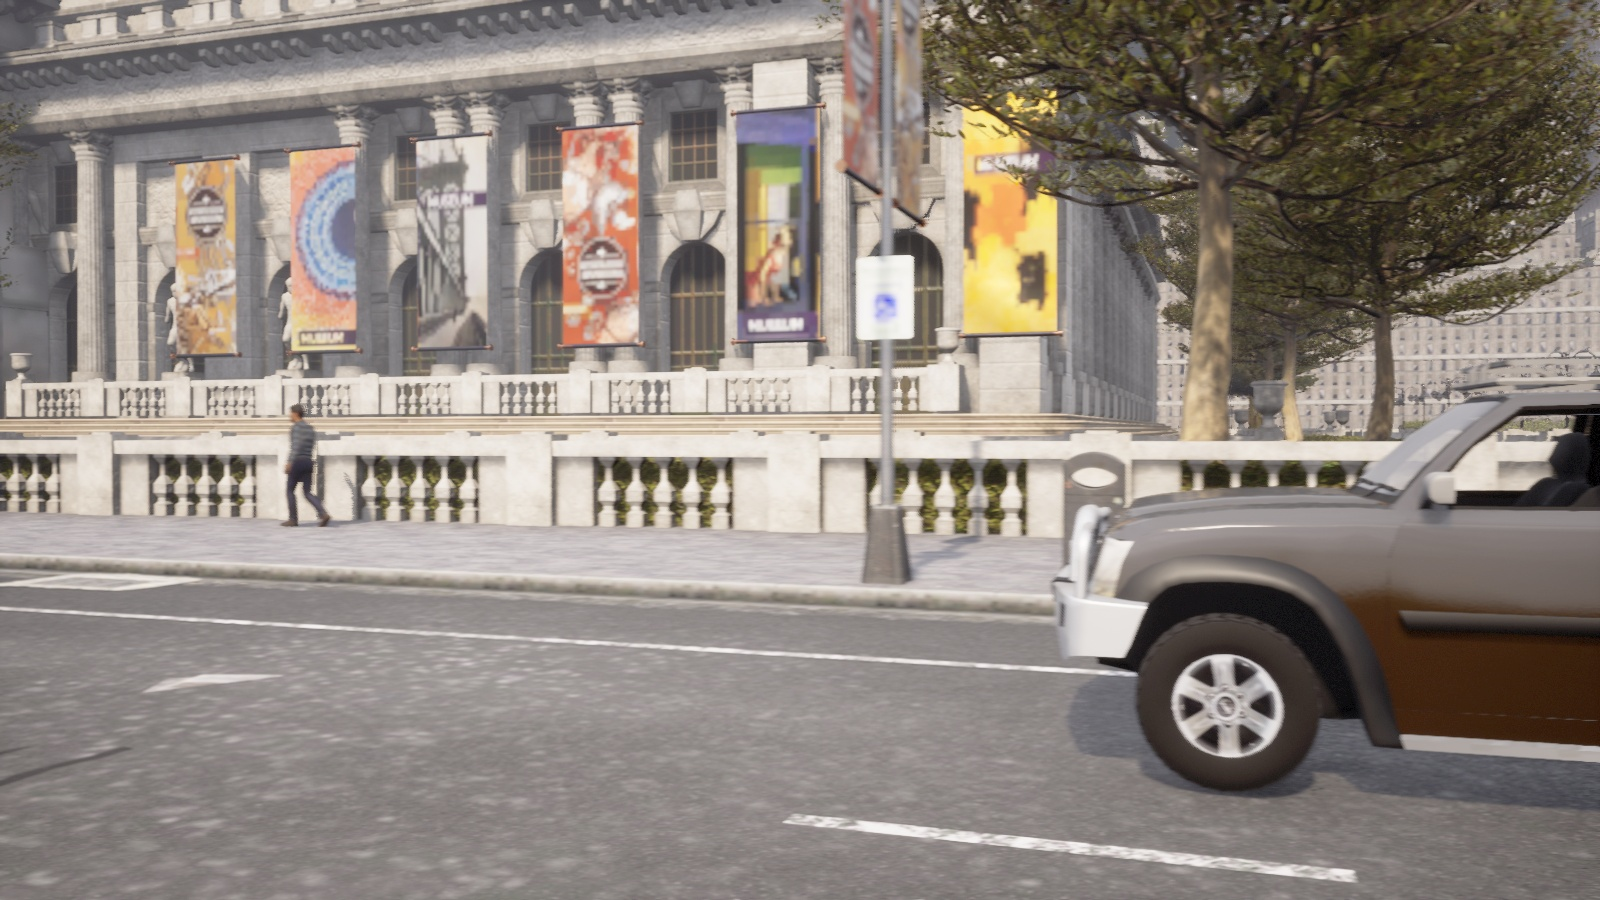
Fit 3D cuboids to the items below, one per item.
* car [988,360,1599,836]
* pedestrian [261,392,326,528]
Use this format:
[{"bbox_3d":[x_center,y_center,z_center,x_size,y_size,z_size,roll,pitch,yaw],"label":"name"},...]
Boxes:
[{"bbox_3d":[3.325,0.563,5.831,4.605,1.855,1.932,1,1,17],"label":"car"},{"bbox_3d":[-7.397,0.137,18.343,0.788,1.949,0.423,1,1,13],"label":"pedestrian"}]
